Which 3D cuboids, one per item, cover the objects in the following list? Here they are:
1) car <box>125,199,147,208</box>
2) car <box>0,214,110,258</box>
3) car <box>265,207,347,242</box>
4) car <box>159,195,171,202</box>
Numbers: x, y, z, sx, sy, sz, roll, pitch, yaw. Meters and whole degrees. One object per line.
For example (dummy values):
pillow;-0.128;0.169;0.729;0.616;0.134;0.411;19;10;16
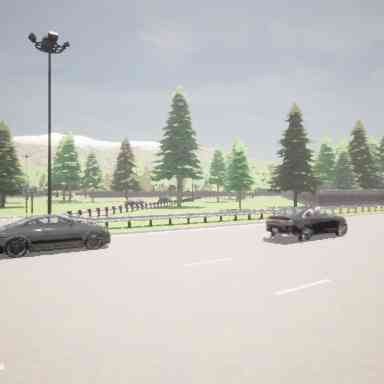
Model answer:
car;-7.948;1.601;48.054;1.895;1.301;4.718;0;0;9
car;-5.328;1.564;12.840;4.181;1.385;1.994;0;0;-35
car;5.722;1.491;16.405;4.902;1.511;2.128;0;0;-35
car;-5.640;1.351;69.779;2.097;1.767;4.553;0;0;5
